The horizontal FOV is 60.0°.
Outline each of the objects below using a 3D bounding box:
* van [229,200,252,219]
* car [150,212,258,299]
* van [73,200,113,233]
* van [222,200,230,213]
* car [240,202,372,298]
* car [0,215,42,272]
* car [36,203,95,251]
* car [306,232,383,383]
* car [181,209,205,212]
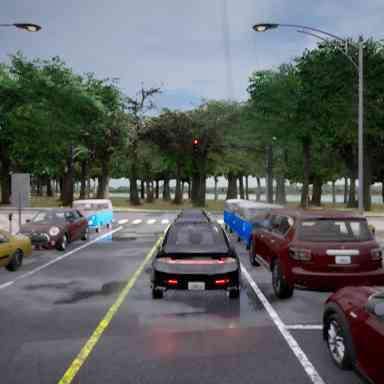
[{"bbox_3d":[2.751,1.352,13.888,1.690,1.788,3.998,0,0,0],"label":"van"},{"bbox_3d":[0.084,1.498,8.481,2.128,1.511,4.902,0,0,0],"label":"car"},{"bbox_3d":[-5.777,1.356,19.320,1.690,1.788,3.998,0,0,0],"label":"van"},{"bbox_3d":[2.748,1.356,19.326,1.690,1.788,3.998,0,0,0],"label":"van"},{"bbox_3d":[2.755,1.321,8.451,2.192,1.841,5.009,0,0,0],"label":"car"},{"bbox_3d":[-5.770,1.531,8.275,1.752,1.417,4.829,0,0,0],"label":"car"},{"bbox_3d":[-5.774,1.451,13.882,1.967,1.590,4.097,0,0,0],"label":"car"},{"bbox_3d":[2.759,1.442,3.013,1.967,1.590,4.097,0,0,0],"label":"car"},{"bbox_3d":[0.045,1.578,17.399,1.994,1.385,4.181,0,0,1],"label":"car"}]
